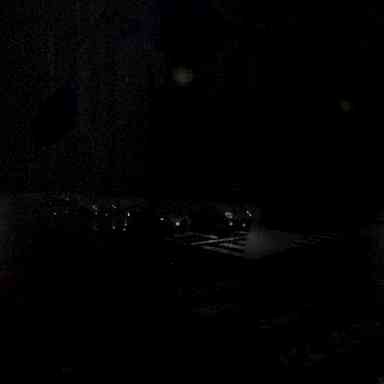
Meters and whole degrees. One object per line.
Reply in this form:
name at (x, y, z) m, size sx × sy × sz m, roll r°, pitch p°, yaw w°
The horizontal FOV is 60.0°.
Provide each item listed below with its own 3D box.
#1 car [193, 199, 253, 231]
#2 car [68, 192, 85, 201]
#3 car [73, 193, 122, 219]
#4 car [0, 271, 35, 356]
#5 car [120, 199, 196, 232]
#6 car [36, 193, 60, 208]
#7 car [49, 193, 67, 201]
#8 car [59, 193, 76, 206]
car at (1.548, 1.254, 20.316) m, size 2.097 × 1.767 × 4.553 m, roll -1°, pitch 1°, yaw -37°
car at (-22.918, 0.878, 65.762) m, size 1.882 × 1.535 × 5.008 m, roll -1°, pitch 1°, yaw -36°
car at (-8.039, 1.205, 28.004) m, size 2.097 × 1.767 × 4.553 m, roll -1°, pitch 1°, yaw -36°
car at (-4.221, 1.545, 3.641) m, size 4.507 × 1.381 × 1.887 m, roll 0°, pitch -1°, yaw -36°
car at (-2.202, 1.427, 19.882) m, size 2.128 × 1.511 × 4.902 m, roll -1°, pitch 1°, yaw -36°
car at (-19.142, 1.208, 43.542) m, size 1.837 × 1.490 × 4.892 m, roll -1°, pitch 1°, yaw -35°
car at (-26.128, 0.986, 64.663) m, size 2.033 × 1.411 × 5.357 m, roll -1°, pitch 1°, yaw -36°
car at (-16.950, 0.999, 46.067) m, size 2.097 × 1.767 × 4.553 m, roll -1°, pitch 1°, yaw -35°
